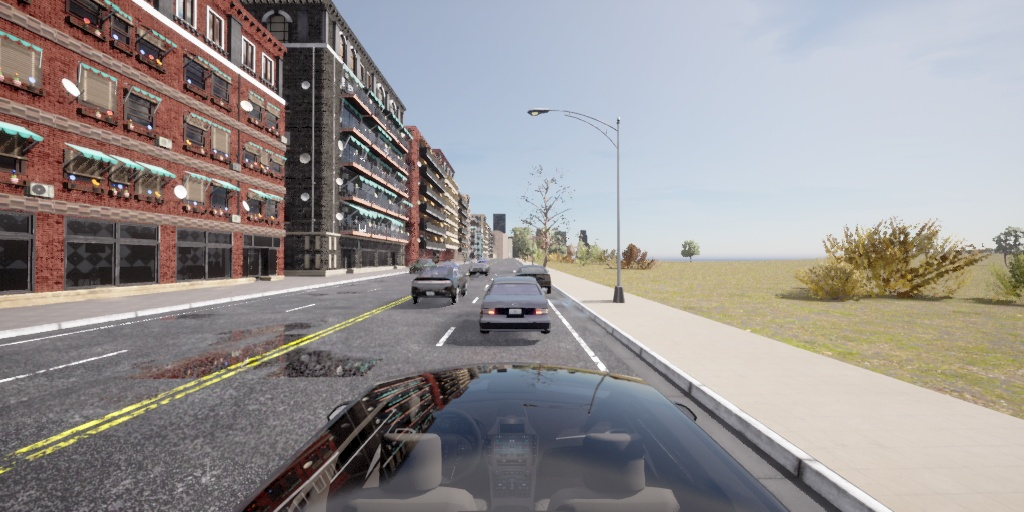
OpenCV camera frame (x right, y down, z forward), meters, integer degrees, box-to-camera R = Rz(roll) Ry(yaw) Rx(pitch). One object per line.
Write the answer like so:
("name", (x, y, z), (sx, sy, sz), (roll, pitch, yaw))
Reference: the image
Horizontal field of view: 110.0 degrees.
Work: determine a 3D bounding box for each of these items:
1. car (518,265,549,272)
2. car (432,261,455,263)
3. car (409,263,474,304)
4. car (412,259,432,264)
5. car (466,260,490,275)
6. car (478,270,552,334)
("car", (1.109, 1.230, 20.381), (1.882, 1.535, 5.008), (0, 0, 0))
("car", (-6.653, 1.277, 37.159), (1.812, 1.442, 4.674), (0, 0, 0))
("car", (-3.172, 1.241, 16.334), (2.128, 1.511, 4.902), (0, 0, 0))
("car", (-9.907, 1.103, 39.748), (2.097, 1.767, 4.553), (0, 0, 0))
("car", (-3.201, 1.353, 36.064), (1.895, 1.301, 4.718), (0, 0, 0))
("car", (0.090, 1.299, 10.617), (2.033, 1.411, 5.357), (0, 0, 0))
